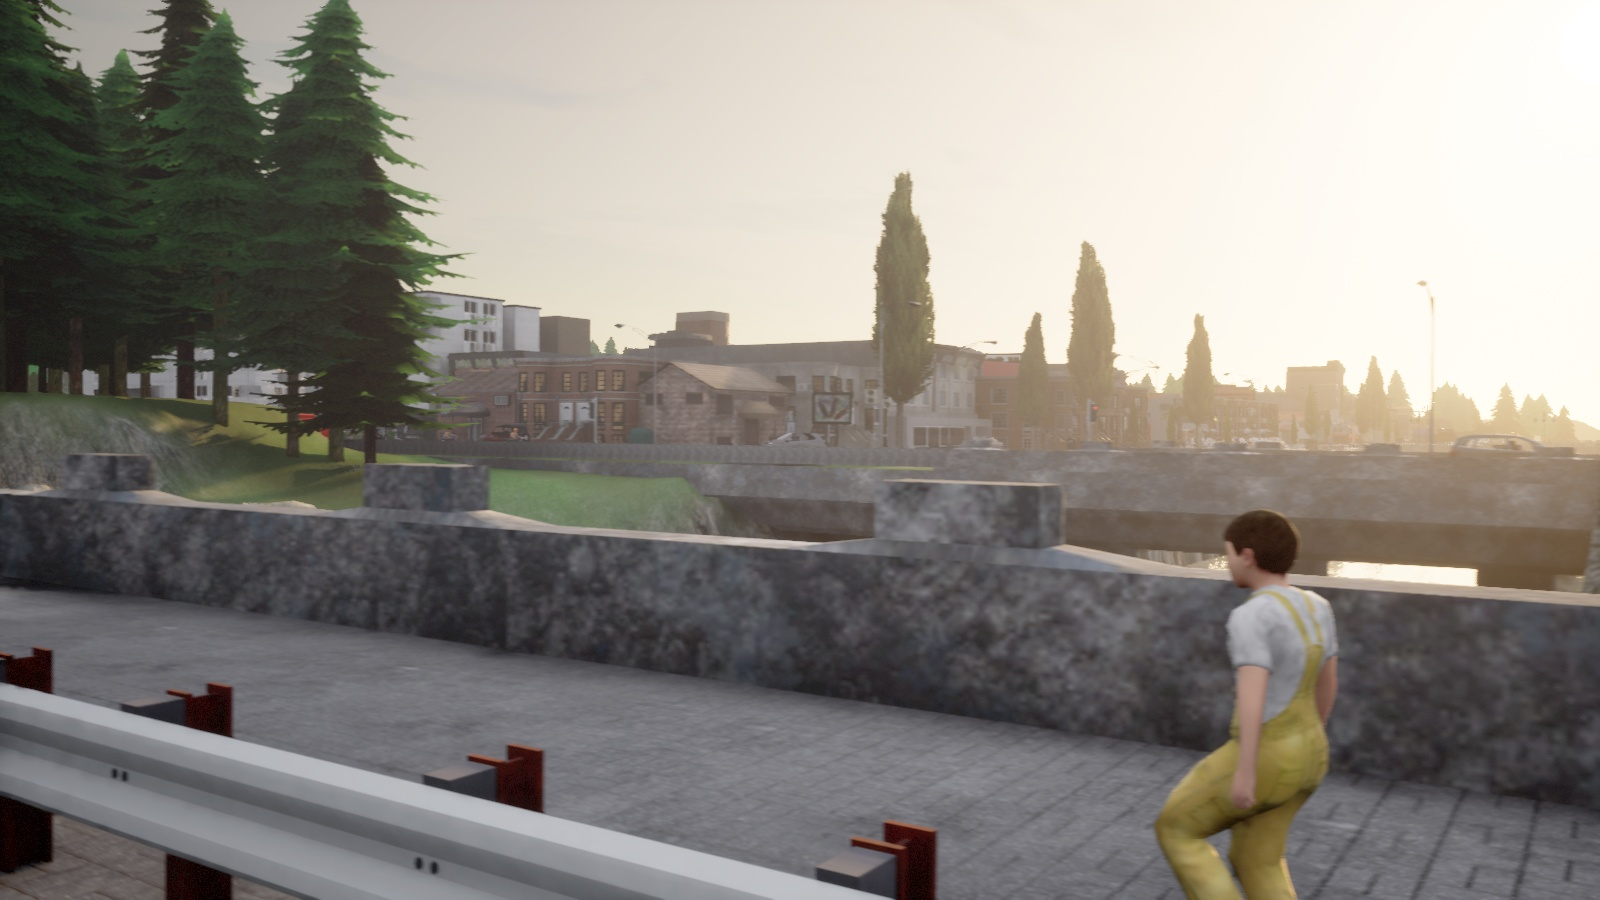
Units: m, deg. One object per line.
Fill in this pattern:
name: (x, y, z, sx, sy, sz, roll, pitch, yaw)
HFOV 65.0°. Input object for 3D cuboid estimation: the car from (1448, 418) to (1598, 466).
car: (26.492, -0.292, 46.045, 4.611, 1.667, 2.242, 0, 1, 34)

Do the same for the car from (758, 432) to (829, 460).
car: (-0.368, -0.217, 70.847, 3.633, 1.501, 1.845, -1, 1, -18)

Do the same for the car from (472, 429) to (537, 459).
car: (-19.111, -0.404, 81.198, 3.866, 1.878, 1.905, 0, 1, 34)

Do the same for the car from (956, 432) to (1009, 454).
car: (12.503, -0.486, 85.795, 1.994, 1.385, 4.181, 0, 1, 33)

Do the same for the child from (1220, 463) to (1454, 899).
child: (1.282, 0.669, 3.017, 0.270, 1.263, 0.437, -1, 1, -35)
